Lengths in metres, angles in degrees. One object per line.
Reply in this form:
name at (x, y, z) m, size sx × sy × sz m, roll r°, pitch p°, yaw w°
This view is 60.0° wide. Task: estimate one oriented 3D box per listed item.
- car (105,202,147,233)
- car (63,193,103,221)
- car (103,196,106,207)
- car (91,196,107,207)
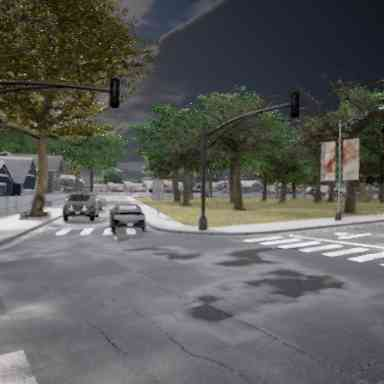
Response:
car at (-3.805, 1.438, 19.419) m, size 2.128 × 1.511 × 4.902 m, roll 1°, pitch 0°, yaw -15°
car at (-8.420, 1.074, 25.749) m, size 2.150 × 2.045 × 5.566 m, roll 1°, pitch 0°, yaw -10°
car at (-10.563, 1.364, 35.529) m, size 1.994 × 1.385 × 4.181 m, roll 1°, pitch 0°, yaw -12°
car at (-12.841, 1.273, 46.057) m, size 1.812 × 1.442 × 4.674 m, roll 1°, pitch 0°, yaw -12°
